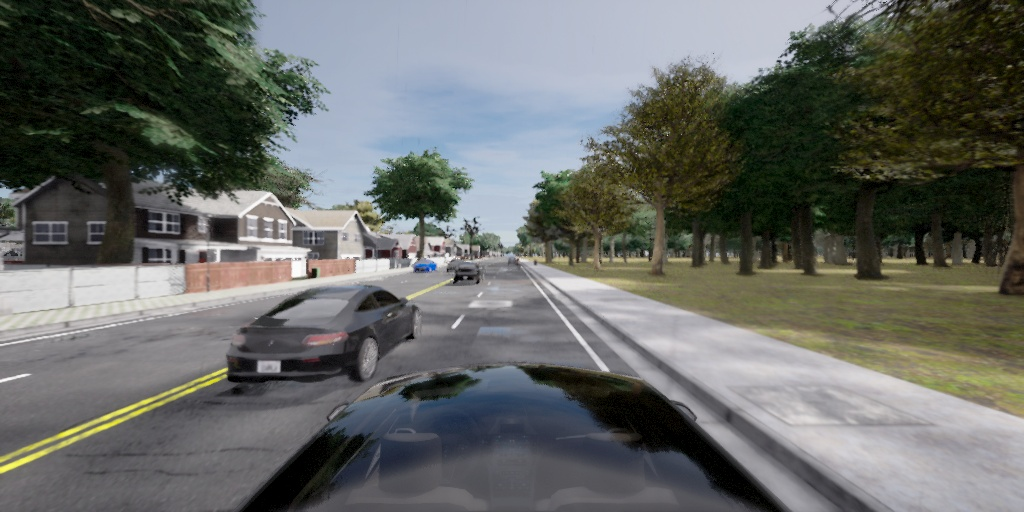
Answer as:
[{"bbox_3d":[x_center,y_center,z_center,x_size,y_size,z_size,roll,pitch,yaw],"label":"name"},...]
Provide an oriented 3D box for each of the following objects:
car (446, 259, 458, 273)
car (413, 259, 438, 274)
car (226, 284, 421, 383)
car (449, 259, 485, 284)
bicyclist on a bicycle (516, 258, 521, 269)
[{"bbox_3d":[-6.567,1.166,42.488,1.837,1.490,4.892,0,0,0],"label":"car"},{"bbox_3d":[-9.817,1.144,40.870,1.882,1.535,5.008,0,0,0],"label":"car"},{"bbox_3d":[-3.147,1.265,6.952,1.812,1.442,4.674,0,0,0],"label":"car"},{"bbox_3d":[-3.137,1.202,26.533,1.837,1.490,4.892,0,0,0],"label":"car"},{"bbox_3d":[0.906,1.093,45.310,0.866,1.612,1.509,0,0,0],"label":"bicyclist on a bicycle"}]
